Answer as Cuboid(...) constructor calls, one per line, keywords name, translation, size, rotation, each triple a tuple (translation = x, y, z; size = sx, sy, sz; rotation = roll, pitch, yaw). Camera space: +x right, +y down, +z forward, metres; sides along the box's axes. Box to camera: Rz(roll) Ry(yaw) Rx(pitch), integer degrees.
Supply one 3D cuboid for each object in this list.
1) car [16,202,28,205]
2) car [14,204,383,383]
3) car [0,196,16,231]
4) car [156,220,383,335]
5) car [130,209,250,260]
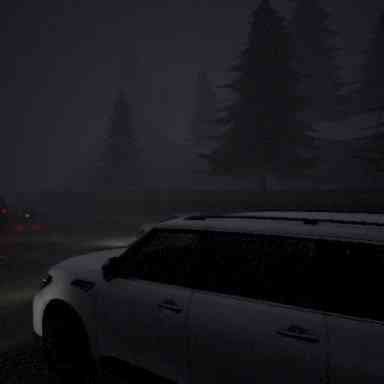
Cuboid(name="car", translation=(-13.446, 1.512, 25.672), size=(1.812, 1.442, 4.674), rotation=(0, 0, -43))
Cuboid(name="car", translation=(0.506, 1.225, 3.729), size=(5.566, 2.045, 2.150), rotation=(0, 0, 36))
Cuboid(name="car", translation=(-12.654, 1.207, 19.754), size=(2.150, 2.045, 5.566), rotation=(0, 0, -45))
Cuboid(name="car", translation=(1.539, 1.532, 7.363), size=(4.674, 1.442, 1.812), rotation=(0, 0, 37))
Cuboid(name="car", translation=(-0.228, 1.532, 13.213), size=(4.674, 1.442, 1.812), rotation=(0, 0, 39))
